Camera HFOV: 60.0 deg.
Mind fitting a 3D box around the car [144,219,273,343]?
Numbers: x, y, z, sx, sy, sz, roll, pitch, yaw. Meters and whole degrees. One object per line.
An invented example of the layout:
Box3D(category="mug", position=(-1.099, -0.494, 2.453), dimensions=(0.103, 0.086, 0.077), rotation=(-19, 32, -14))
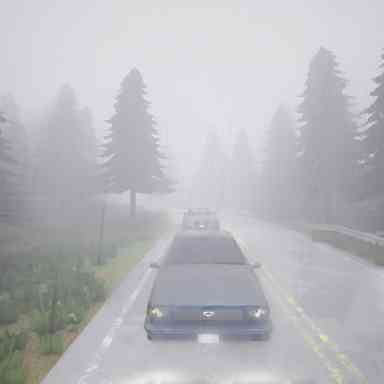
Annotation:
Box3D(category="car", position=(0.266, 1.557, 7.071), dimensions=(2.033, 1.411, 5.357), rotation=(0, 0, 1))

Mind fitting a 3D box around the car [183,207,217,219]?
Box3D(category="car", position=(0.437, 1.584, 19.156), dimensions=(1.994, 1.385, 4.181), rotation=(0, 0, -2))
